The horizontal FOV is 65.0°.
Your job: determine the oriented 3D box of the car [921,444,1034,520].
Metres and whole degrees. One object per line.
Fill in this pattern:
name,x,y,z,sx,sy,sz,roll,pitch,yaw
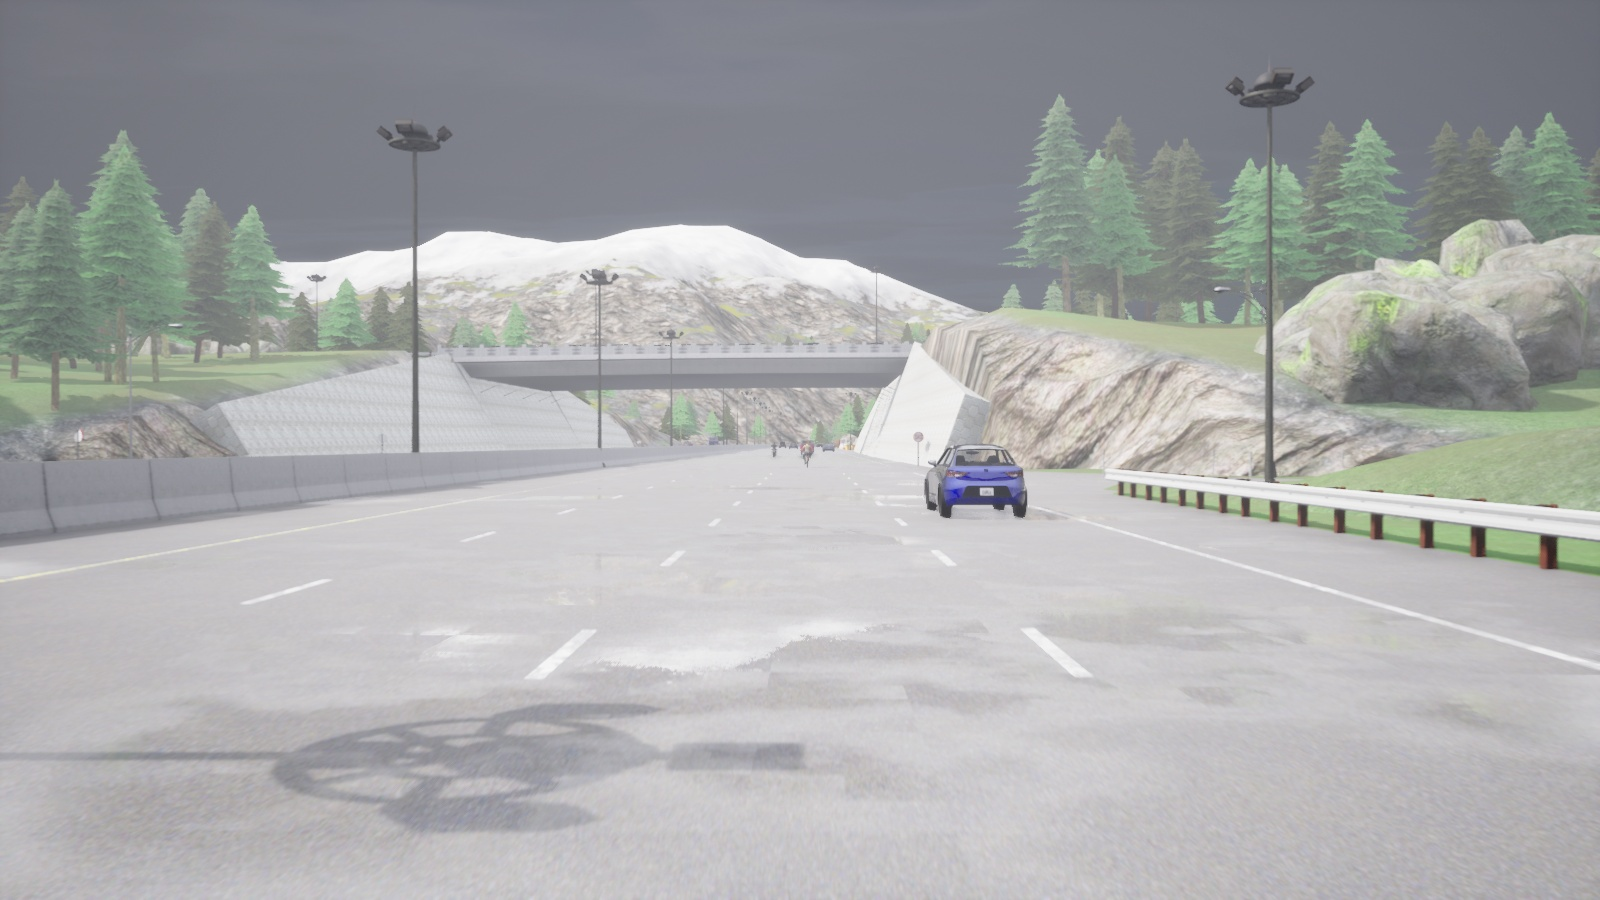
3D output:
car,3.667,0.613,26.636,1.816,1.474,4.193,0,0,0
